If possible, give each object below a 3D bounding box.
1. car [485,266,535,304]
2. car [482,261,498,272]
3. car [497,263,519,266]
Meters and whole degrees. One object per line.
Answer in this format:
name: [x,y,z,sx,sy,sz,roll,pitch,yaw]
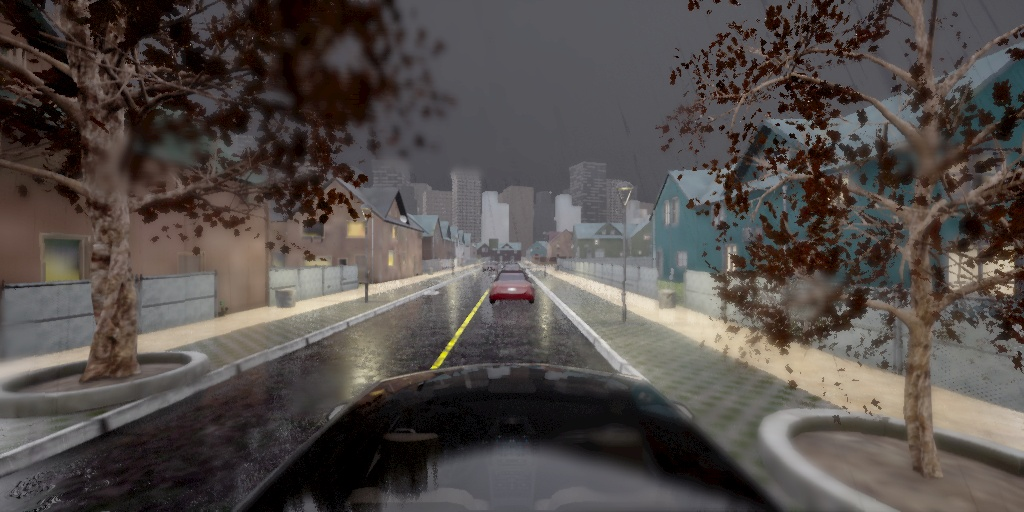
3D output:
car: [0.000,1.323,16.500,1.994,1.385,4.181,0,0,0]
car: [-2.750,1.362,46.500,1.994,1.385,4.181,0,0,0]
car: [0.000,1.328,31.500,1.994,1.385,4.181,0,0,0]
